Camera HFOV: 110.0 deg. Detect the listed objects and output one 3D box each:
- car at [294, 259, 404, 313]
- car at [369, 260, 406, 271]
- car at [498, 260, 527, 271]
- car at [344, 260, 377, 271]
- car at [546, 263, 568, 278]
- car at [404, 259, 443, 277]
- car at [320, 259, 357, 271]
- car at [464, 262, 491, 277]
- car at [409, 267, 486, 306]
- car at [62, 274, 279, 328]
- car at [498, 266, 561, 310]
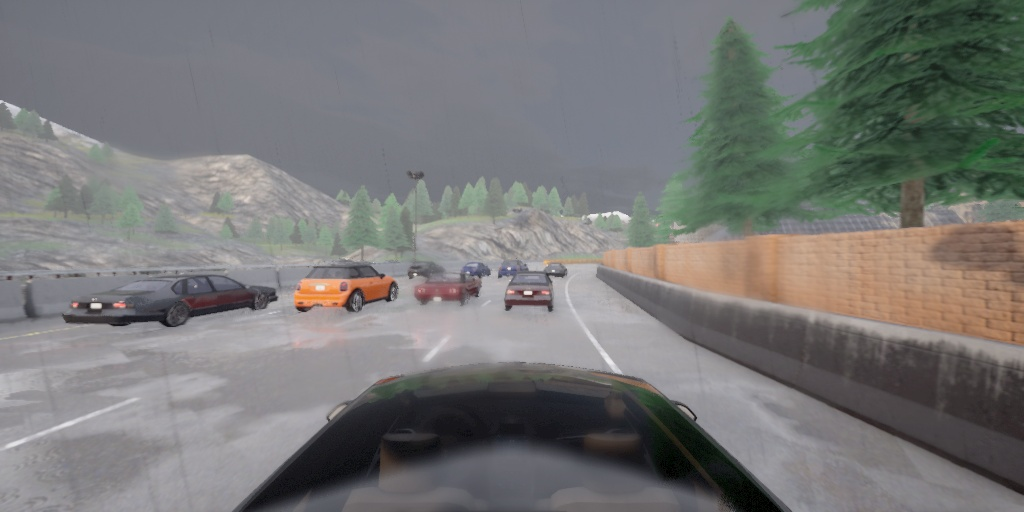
[{"bbox_3d":[-6.230,1.088,14.090,2.097,1.767,4.553,0,0,5],"label":"car"},{"bbox_3d":[-17.241,1.264,49.860,2.033,1.411,5.357,0,0,17],"label":"car"},{"bbox_3d":[0.193,1.113,32.828,2.097,1.767,4.553,0,0,12],"label":"car"},{"bbox_3d":[-20.929,1.271,49.668,1.994,1.385,4.181,0,0,17],"label":"car"},{"bbox_3d":[4.259,1.337,34.905,1.994,1.385,4.181,0,0,13],"label":"car"},{"bbox_3d":[-7.322,1.244,31.137,1.837,1.490,4.892,0,0,11],"label":"car"},{"bbox_3d":[-24.323,1.201,50.564,1.837,1.490,4.892,0,0,17],"label":"car"},{"bbox_3d":[-3.333,1.277,33.191,1.812,1.442,4.674,0,0,12],"label":"car"},{"bbox_3d":[-2.593,1.348,15.761,1.895,1.301,4.718,0,0,6],"label":"car"},{"bbox_3d":[-10.013,1.272,11.285,2.033,1.411,5.357,0,0,4],"label":"car"},{"bbox_3d":[0.795,1.304,14.696,2.033,1.411,5.357,0,0,6],"label":"car"}]
